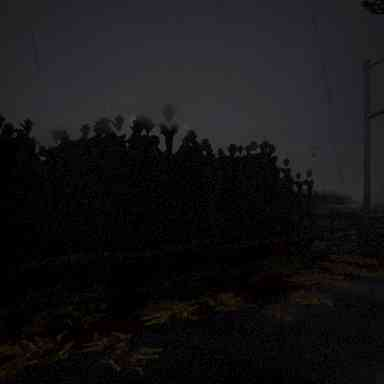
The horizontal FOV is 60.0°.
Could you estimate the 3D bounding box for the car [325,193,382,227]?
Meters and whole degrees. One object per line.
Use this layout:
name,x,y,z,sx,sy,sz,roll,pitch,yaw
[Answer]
car,9.891,1.131,22.869,2.150,2.045,5.566,0,1,-36
